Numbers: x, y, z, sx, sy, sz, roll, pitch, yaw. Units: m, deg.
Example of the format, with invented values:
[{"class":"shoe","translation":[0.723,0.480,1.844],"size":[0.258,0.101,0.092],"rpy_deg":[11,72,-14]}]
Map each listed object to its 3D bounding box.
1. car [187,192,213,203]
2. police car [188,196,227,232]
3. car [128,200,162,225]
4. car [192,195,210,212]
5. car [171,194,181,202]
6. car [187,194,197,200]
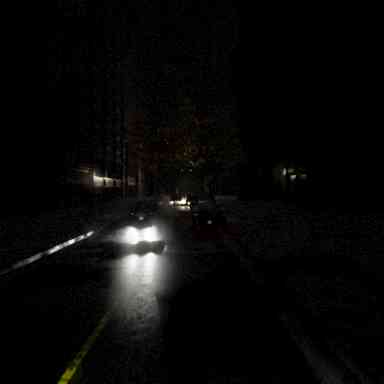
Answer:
[{"class":"car","translation":[0.890,1.015,29.283],"size":[2.150,2.045,5.566],"rpy_deg":[0,0,0]},{"class":"police car","translation":[0.893,1.283,19.364],"size":[1.930,1.638,5.238],"rpy_deg":[0,0,0]},{"class":"car","translation":[-3.107,1.325,22.762],"size":[2.128,1.511,4.902],"rpy_deg":[0,0,0]},{"class":"car","translation":[0.888,1.205,35.444],"size":[1.801,1.575,5.366],"rpy_deg":[0,0,0]},{"class":"car","translation":[-3.048,1.052,63.617],"size":[1.882,1.535,5.008],"rpy_deg":[0,0,0]},{"class":"car","translation":[-0.023,1.035,70.665],"size":[1.895,1.301,4.718],"rpy_deg":[0,0,0]}]
